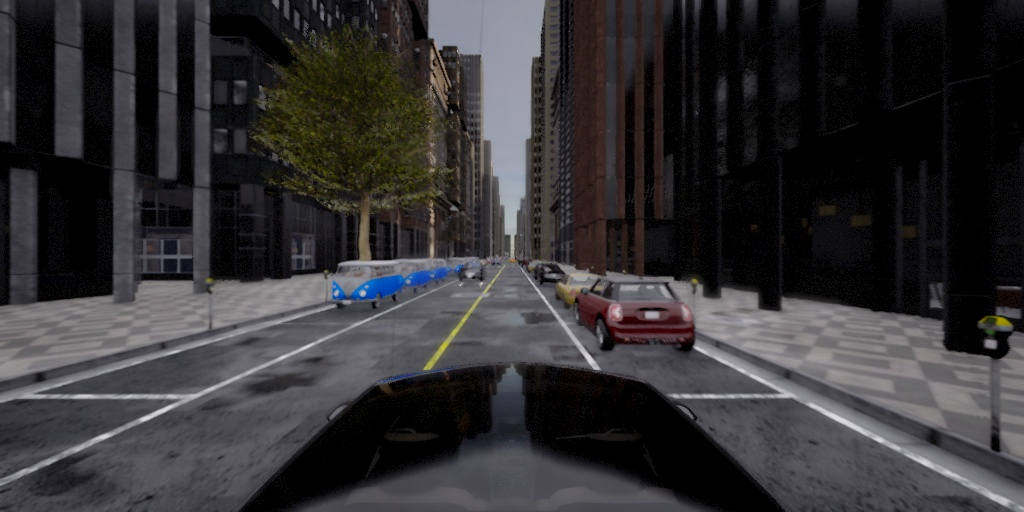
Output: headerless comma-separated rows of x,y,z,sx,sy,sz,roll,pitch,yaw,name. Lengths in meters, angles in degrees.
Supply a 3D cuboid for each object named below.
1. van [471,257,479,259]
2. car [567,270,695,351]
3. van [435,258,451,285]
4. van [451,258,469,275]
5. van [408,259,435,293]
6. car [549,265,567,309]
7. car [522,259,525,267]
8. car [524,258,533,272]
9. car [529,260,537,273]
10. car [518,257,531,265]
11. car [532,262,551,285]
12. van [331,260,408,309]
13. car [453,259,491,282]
-5.763,1.093,48.329,1.690,1.789,3.998,0,0,0,van
2.763,1.189,9.006,1.967,1.591,4.097,0,0,0,car
-5.762,1.089,25.856,1.690,1.789,3.998,0,0,0,van
-5.762,1.090,37.092,1.690,1.789,3.998,0,0,0,van
-5.762,1.088,20.237,1.690,1.789,3.998,0,0,0,van
2.763,1.274,14.795,1.751,1.417,4.829,0,0,0,car
2.762,1.319,48.338,1.948,1.339,4.313,0,0,0,car
2.763,1.277,42.889,1.751,1.417,4.829,0,0,0,car
2.763,1.315,31.481,1.948,1.339,4.313,0,0,0,car
2.762,1.075,65.194,2.192,1.841,5.009,0,0,0,car
2.763,1.314,25.863,1.948,1.339,4.313,0,0,0,car
-5.762,1.088,14.619,1.690,1.789,3.998,0,0,0,van
-3.098,1.240,28.890,2.128,1.511,4.902,0,0,0,car
